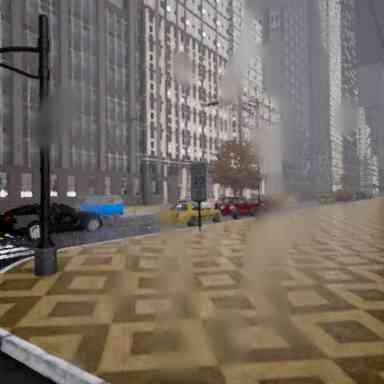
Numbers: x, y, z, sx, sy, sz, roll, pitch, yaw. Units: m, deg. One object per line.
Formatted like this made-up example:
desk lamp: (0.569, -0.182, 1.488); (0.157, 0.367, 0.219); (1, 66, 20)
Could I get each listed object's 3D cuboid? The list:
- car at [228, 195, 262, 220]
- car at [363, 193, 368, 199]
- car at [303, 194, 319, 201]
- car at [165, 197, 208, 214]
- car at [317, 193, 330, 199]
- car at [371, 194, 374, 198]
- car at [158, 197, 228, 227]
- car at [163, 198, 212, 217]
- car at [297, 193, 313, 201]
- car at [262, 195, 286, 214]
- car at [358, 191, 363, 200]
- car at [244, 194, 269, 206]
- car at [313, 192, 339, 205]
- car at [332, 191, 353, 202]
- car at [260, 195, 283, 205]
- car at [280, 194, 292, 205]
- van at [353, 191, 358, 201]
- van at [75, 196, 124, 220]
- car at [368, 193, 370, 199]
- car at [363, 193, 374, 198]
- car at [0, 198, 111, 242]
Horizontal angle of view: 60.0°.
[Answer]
car: (3.117, 1.077, 24.003); (1.967, 1.590, 4.097); (-1, 0, 35)
car: (34.925, 0.696, 69.904); (2.192, 1.841, 5.009); (-1, 0, 35)
car: (25.060, 1.086, 69.908); (1.887, 1.381, 4.507); (-1, 0, 35)
car: (-0.463, 1.272, 32.941); (1.752, 1.417, 4.829); (-1, 0, 35)
car: (31.417, 1.041, 79.115); (1.887, 1.381, 4.507); (-1, 0, 35)
car: (41.407, 0.861, 79.209); (1.752, 1.417, 4.829); (-1, 0, 35)
car: (0.042, 1.191, 19.547); (1.752, 1.417, 4.829); (-1, 0, 35)
car: (-0.321, 1.246, 28.559); (1.812, 1.442, 4.674); (-1, 0, 35)
car: (21.880, 1.005, 65.305); (1.967, 1.590, 4.097); (-1, 0, 35)
car: (6.291, 1.191, 28.599); (1.802, 1.307, 4.206); (-1, 0, 35)
car: (31.731, 0.844, 65.323); (1.967, 1.590, 4.097); (-1, 0, 35)
car: (9.167, 1.104, 46.891); (1.967, 1.590, 4.097); (-1, 0, 35)
car: (19.088, 1.026, 47.114); (1.752, 1.417, 4.829); (-1, 0, 35)
car: (25.342, 0.892, 56.162); (1.967, 1.590, 4.097); (-1, 0, 35)
car: (12.347, 1.183, 51.494); (1.887, 1.381, 4.507); (-1, 0, 35)
car: (12.520, 1.087, 47.008); (1.882, 1.535, 5.008); (-1, -1, 35)
van: (28.541, 0.769, 60.738); (1.690, 1.788, 3.998); (-1, 0, 35)
van: (-6.724, 1.145, 23.874); (1.690, 1.788, 3.998); (-1, 0, 35)
car: (38.138, 0.923, 74.472); (1.947, 1.339, 4.313); (-1, 0, 35)
car: (44.484, 0.865, 83.664); (2.008, 1.369, 4.403); (-1, 0, 35)
car: (-6.312, 1.224, 15.039); (1.882, 1.535, 5.008); (-2, -1, 31)
